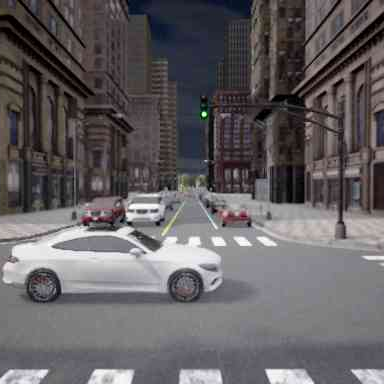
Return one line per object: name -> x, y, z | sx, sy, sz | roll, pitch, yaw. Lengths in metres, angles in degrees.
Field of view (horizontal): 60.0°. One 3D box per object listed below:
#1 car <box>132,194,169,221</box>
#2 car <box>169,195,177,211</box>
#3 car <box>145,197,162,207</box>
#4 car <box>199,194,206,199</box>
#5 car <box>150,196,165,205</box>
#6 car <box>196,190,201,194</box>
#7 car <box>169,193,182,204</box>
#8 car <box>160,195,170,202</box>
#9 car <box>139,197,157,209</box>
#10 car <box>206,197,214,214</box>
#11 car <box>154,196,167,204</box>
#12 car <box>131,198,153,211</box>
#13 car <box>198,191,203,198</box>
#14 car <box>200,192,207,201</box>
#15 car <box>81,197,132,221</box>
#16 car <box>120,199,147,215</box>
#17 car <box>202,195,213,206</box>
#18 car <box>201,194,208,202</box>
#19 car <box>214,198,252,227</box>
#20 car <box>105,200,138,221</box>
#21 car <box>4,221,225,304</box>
car -> -3.090, 1.171, 23.262 | 2.150, 2.045, 5.566 | 0, 0, 0
car -> -3.078, 1.408, 38.815 | 1.837, 1.490, 4.892 | 0, 0, 0
car -> -5.757, 1.427, 50.057 | 1.947, 1.339, 4.313 | -1, 0, 0
car -> 2.782, 1.168, 88.846 | 1.887, 1.381, 4.507 | 0, 0, 0
car -> -5.756, 1.403, 55.599 | 1.947, 1.339, 4.313 | -1, 0, 0
car -> 2.775, 1.024, 77.763 | 2.192, 1.841, 5.009 | -1, 0, 0
car -> -2.987, 1.397, 56.610 | 1.994, 1.385, 4.181 | 0, 0, 0
car -> -5.750, 1.328, 72.223 | 1.802, 1.307, 4.206 | -1, 0, 0
car -> -5.760, 1.408, 44.346 | 1.752, 1.417, 4.829 | -1, 0, 0
car -> 2.763, 1.485, 33.441 | 1.947, 1.339, 4.313 | -1, 0, 0
car -> -5.754, 1.393, 61.140 | 1.802, 1.307, 4.206 | -1, 0, 0
car -> -5.761, 1.467, 38.975 | 1.947, 1.339, 4.313 | -1, 0, 0
car -> 2.772, 1.220, 66.683 | 1.967, 1.590, 4.097 | -1, 0, 0
car -> 2.768, 1.277, 55.602 | 1.967, 1.590, 4.097 | -1, 0, 0
car -> -5.769, 1.267, 22.353 | 2.192, 1.841, 5.009 | -1, 0, 0
car -> -5.763, 1.446, 33.265 | 1.752, 1.417, 4.829 | -1, 0, 0
car -> 2.766, 1.447, 44.521 | 1.947, 1.339, 4.313 | -1, 0, 0
car -> 2.768, 1.442, 50.062 | 1.802, 1.307, 4.206 | -1, 0, 0
car -> 2.757, 1.392, 22.359 | 1.967, 1.590, 4.097 | -1, 0, 0
car -> -5.765, 1.462, 27.724 | 1.752, 1.417, 4.829 | -1, 0, 0
car -> -1.674, 1.515, 7.496 | 4.674, 1.442, 1.812 | 0, 0, 0
